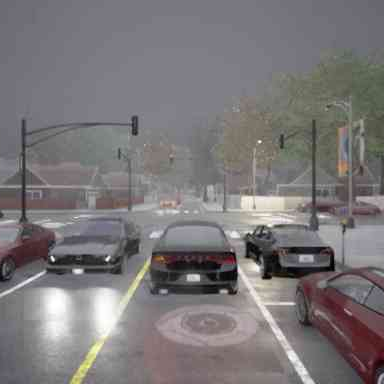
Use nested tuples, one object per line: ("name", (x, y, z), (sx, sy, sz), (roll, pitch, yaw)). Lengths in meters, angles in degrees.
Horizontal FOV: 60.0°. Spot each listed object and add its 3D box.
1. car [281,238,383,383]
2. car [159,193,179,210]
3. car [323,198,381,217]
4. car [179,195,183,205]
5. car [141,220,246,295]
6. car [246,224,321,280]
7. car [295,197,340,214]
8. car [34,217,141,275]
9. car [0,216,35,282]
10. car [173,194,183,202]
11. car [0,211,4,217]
("car", (2.637, 1.580, 4.207), (1.802, 1.307, 4.206), (0, 0, 0))
("car", (-3.100, 1.351, 42.953), (2.097, 1.767, 4.553), (0, 0, -1))
("car", (14.351, 1.456, 29.459), (4.181, 1.385, 1.994), (0, 0, 0))
("car", (-3.183, 1.231, 59.281), (2.150, 2.045, 5.566), (0, 0, 0))
("car", (0.054, 1.474, 8.773), (1.882, 1.535, 5.008), (0, 0, 1))
("car", (2.632, 1.561, 9.725), (1.947, 1.339, 4.313), (0, 0, 0))
("car", (12.563, 1.253, 32.708), (4.553, 1.767, 2.097), (0, 0, 0))
("car", (-2.758, 1.543, 10.723), (2.033, 1.411, 5.357), (0, 0, 0))
("car", (-5.394, 1.577, 9.715), (1.802, 1.307, 4.206), (0, 0, 0))
("car", (-3.168, 1.377, 74.758), (2.097, 1.767, 4.553), (0, 0, 0))
("car", (-17.055, 1.647, 25.989), (4.181, 1.385, 1.994), (0, 0, 0))
